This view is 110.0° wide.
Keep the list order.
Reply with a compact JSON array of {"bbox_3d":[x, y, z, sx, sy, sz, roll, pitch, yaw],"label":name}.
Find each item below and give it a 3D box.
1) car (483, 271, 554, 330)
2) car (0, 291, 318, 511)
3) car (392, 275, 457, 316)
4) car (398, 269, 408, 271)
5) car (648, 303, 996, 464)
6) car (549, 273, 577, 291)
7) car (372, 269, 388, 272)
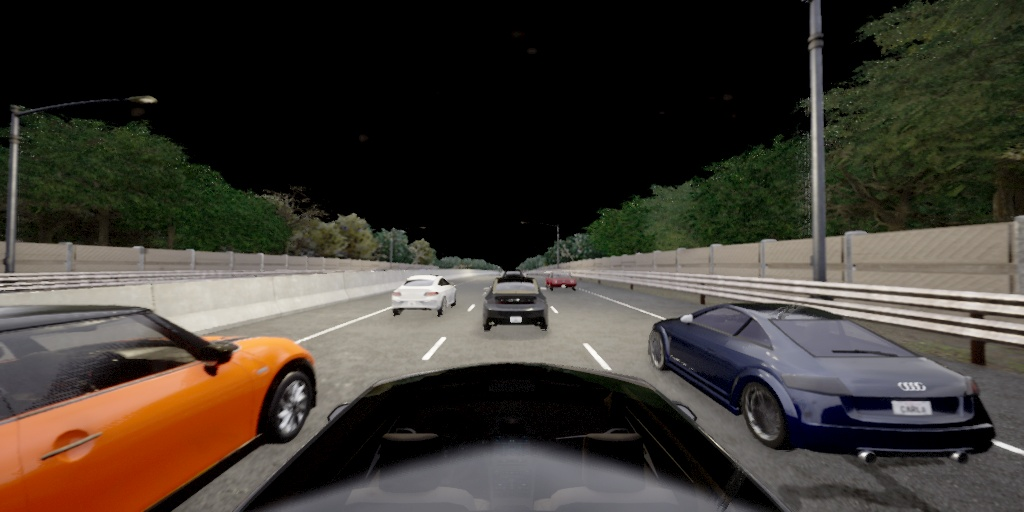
[{"bbox_3d":[0.098,1.416,11.696,1.837,1.490,4.892,0,-1,0],"label":"car"},{"bbox_3d":[-3.403,1.112,2.513,2.097,1.767,4.553,0,-1,0],"label":"car"},{"bbox_3d":[-3.401,1.491,14.444,1.812,1.442,4.674,0,-1,0],"label":"car"},{"bbox_3d":[-17.509,2.809,57.287,2.128,1.511,4.902,0,-2,0],"label":"car"},{"bbox_3d":[3.598,1.363,5.229,1.994,1.385,4.181,0,-1,0],"label":"car"},{"bbox_3d":[3.593,1.905,27.235,1.895,1.301,4.718,0,-2,0],"label":"car"},{"bbox_3d":[-21.010,2.821,57.110,1.837,1.490,4.892,0,-2,0],"label":"car"}]
